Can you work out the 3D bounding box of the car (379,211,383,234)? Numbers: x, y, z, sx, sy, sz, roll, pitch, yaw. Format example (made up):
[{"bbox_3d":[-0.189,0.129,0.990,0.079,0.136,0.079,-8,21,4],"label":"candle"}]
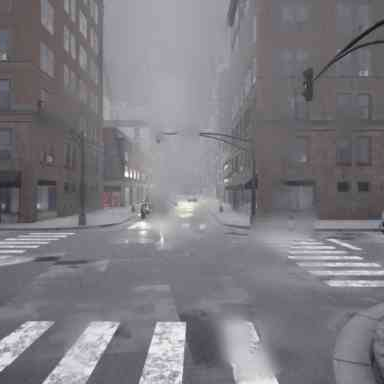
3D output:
[{"bbox_3d":[11.041,1.617,14.610,4.718,1.301,1.895,0,0,2],"label":"car"}]

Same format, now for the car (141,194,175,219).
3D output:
[{"bbox_3d":[-3.100,1.236,29.712,2.150,2.045,5.566,0,0,2],"label":"car"}]

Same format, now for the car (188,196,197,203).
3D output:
[{"bbox_3d":[0.071,1.519,69.960,2.128,1.511,4.902,0,0,0],"label":"car"}]

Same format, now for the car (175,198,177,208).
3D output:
[{"bbox_3d":[-3.120,1.546,39.385,1.812,1.442,4.674,0,0,0],"label":"car"}]
